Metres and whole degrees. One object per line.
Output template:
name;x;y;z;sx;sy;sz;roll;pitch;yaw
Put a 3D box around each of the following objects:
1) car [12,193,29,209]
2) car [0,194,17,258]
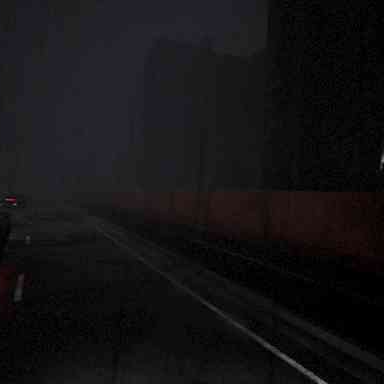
car;-18.255;0.900;34.678;1.837;1.490;4.892;2;0;-25
car;-7.421;1.096;11.316;2.097;1.767;4.553;2;0;-25
